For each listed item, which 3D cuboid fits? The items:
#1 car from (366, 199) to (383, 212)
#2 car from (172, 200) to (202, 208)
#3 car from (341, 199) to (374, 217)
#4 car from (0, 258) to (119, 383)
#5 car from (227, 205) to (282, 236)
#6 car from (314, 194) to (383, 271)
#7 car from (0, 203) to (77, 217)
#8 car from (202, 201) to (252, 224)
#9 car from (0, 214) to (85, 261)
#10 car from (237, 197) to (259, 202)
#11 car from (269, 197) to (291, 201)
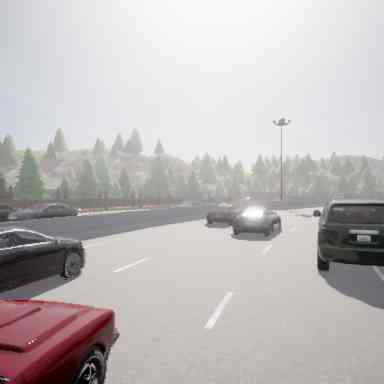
[{"bbox_3d":[22.538,1.538,39.667,1.994,1.385,4.181,0,0,45],"label":"car"},{"bbox_3d":[-0.228,1.570,33.454,1.812,1.442,4.674,0,0,32],"label":"car"},{"bbox_3d":[16.015,1.465,32.085,1.882,1.535,5.008,0,0,38],"label":"car"},{"bbox_3d":[-2.275,1.600,2.125,1.895,1.301,4.718,0,0,14],"label":"car"},{"bbox_3d":[3.714,1.569,18.570,1.994,1.385,4.181,0,0,25],"label":"car"},{"bbox_3d":[5.165,1.223,10.632,2.150,2.045,5.566,0,0,21],"label":"car"},{"bbox_3d":[-10.028,1.524,22.609,2.128,1.511,4.902,0,0,25],"label":"car"},{"bbox_3d":[2.652,1.580,24.160,1.994,1.385,4.181,0,0,28],"label":"car"},{"bbox_3d":[-4.367,1.494,7.470,2.128,1.511,4.902,0,0,17],"label":"car"},{"bbox_3d":[9.453,1.591,56.404,4.902,1.511,2.128,0,0,-44],"label":"car"},{"bbox_3d":[15.041,1.558,56.851,5.008,1.535,1.882,0,0,-41],"label":"car"}]
